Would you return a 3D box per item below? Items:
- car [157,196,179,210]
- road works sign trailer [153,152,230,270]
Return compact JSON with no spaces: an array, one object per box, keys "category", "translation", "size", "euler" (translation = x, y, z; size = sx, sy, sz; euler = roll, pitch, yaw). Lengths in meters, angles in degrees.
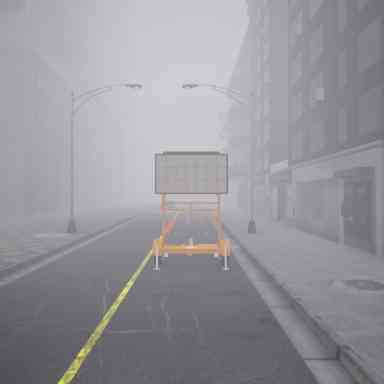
[{"category":"car","translation":[-3.166,1.589,43.135],"size":[2.033,1.411,5.357],"euler":[0,0,0]},{"category":"road works sign trailer","translation":[-0.019,0.467,11.038],"size":[2.380,3.560,2.880],"euler":[0,0,0]}]
